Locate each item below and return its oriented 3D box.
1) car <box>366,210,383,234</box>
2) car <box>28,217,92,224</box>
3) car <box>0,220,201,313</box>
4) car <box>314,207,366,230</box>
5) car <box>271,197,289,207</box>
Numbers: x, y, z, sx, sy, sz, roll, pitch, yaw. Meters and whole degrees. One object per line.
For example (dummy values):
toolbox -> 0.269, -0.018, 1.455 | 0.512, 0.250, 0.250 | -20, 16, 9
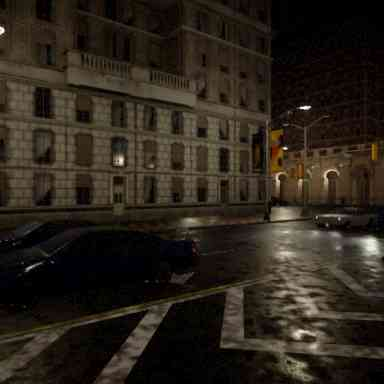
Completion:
car -> 11.911, 1.505, 18.279 | 5.008, 1.535, 1.882 | 0, 0, -36
car -> -4.400, 1.547, 10.717 | 5.357, 1.411, 2.033 | 0, 0, -36
car -> -2.326, 1.547, 7.891 | 5.357, 1.411, 2.033 | 0, 0, -36
car -> 9.809, 1.643, 21.077 | 4.718, 1.301, 1.895 | 0, 0, -36
car -> 12.354, 1.478, 50.448 | 1.882, 1.535, 5.008 | 0, 0, -37
